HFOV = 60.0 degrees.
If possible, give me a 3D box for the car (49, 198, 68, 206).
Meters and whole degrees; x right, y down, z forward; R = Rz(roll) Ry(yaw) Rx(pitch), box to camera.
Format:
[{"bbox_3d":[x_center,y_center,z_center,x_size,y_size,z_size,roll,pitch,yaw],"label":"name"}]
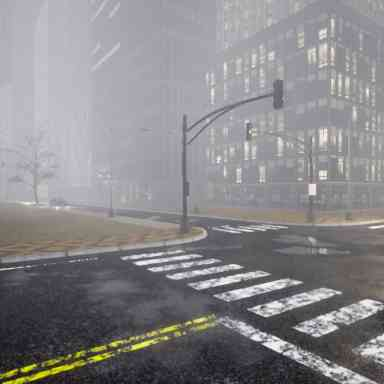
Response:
[{"bbox_3d":[-21.749,1.606,54.191,1.895,1.301,4.718,0,0,-35],"label":"car"}]
